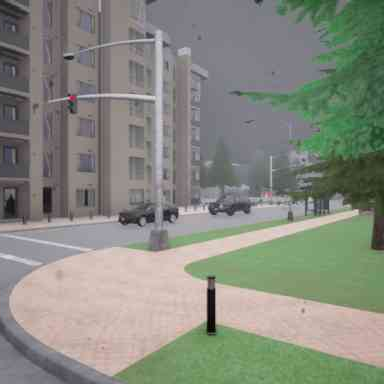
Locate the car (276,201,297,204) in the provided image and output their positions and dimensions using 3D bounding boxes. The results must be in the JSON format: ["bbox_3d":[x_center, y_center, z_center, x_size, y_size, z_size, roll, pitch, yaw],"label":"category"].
[{"bbox_3d":[12.942,1.137,44.894,1.837,1.490,4.892,0,0,37],"label":"car"}]

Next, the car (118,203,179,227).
[{"bbox_3d":[-2.977,1.500,23.583,1.882,1.535,5.008,0,0,37],"label":"car"}]

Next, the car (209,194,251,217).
[{"bbox_3d":[3.859,1.243,32.796,2.150,2.045,5.566,0,0,37],"label":"car"}]
